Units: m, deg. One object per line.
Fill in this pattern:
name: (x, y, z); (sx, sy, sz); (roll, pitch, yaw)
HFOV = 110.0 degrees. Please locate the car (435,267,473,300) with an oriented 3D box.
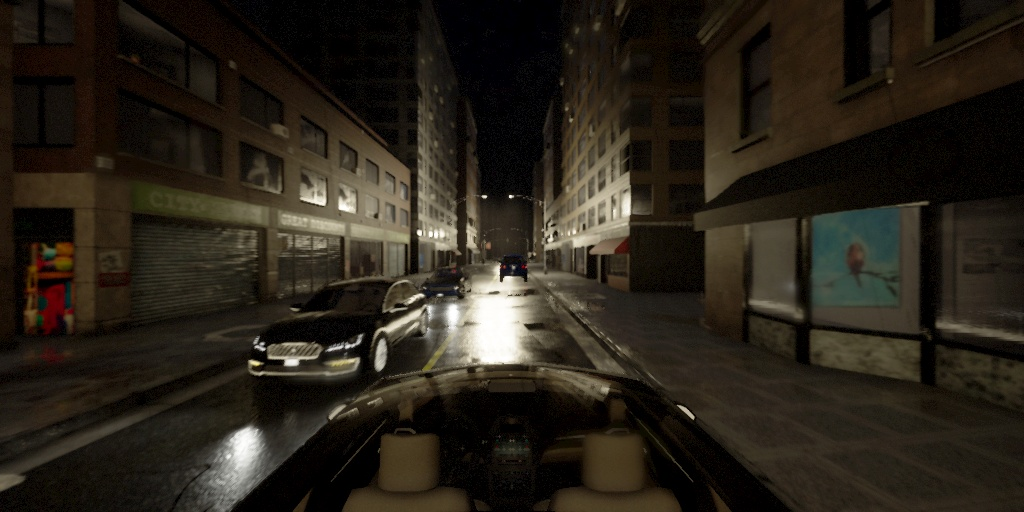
car: (-3.062, 1.276, 17.985); (2.033, 1.411, 5.357); (0, 0, 0)

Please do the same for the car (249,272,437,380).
car: (-3.071, 1.249, 7.454); (1.837, 1.490, 4.892); (0, 0, 0)

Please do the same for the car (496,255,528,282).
car: (0.114, 0.938, 28.849); (2.150, 2.045, 5.566); (0, 0, 0)
